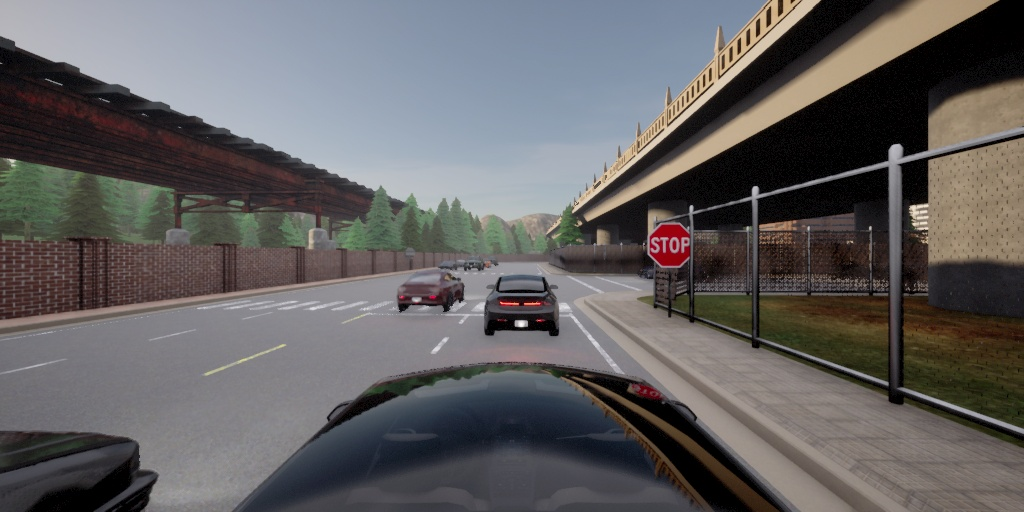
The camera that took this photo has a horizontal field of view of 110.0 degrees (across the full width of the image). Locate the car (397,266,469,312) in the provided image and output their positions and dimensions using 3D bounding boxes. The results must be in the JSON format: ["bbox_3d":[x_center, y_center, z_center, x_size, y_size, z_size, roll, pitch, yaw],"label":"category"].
[{"bbox_3d":[-3.076,1.276,14.179,1.812,1.442,4.674,0,0,2],"label":"car"}]

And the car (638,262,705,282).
[{"bbox_3d":[12.827,1.103,28.845,4.553,1.767,2.097,0,0,2],"label":"car"}]

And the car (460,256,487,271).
[{"bbox_3d":[-5.107,0.971,48.782,2.150,2.045,5.566,0,0,3],"label":"car"}]

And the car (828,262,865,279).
[{"bbox_3d":[30.819,1.254,31.720,4.892,1.490,1.837,0,0,2],"label":"car"}]

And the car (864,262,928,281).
[{"bbox_3d":[31.031,1.314,28.210,4.181,1.385,1.994,0,0,2],"label":"car"}]

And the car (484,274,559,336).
[{"bbox_3d":[0.291,1.255,10.381,1.837,1.490,4.892,0,0,2],"label":"car"}]

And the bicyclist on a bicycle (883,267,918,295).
[{"bbox_3d":[19.085,1.051,17.639,0.582,1.620,1.656,0,0,2],"label":"bicyclist on a bicycle"}]

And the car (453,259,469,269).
[{"bbox_3d":[-8.196,1.276,57.917,1.812,1.442,4.674,0,0,3],"label":"car"}]

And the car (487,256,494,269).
[{"bbox_3d":[-4.673,1.102,58.421,2.097,1.767,4.553,0,0,3],"label":"car"}]

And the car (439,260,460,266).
[{"bbox_3d":[-8.609,1.297,48.759,2.033,1.411,5.357,0,0,3],"label":"car"}]
